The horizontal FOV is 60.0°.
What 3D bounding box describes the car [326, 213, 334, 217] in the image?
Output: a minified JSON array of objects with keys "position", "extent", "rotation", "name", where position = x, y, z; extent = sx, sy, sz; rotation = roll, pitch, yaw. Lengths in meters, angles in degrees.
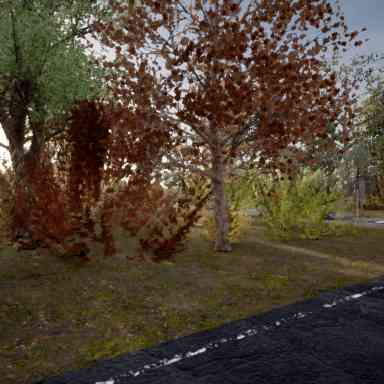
[{"position":[9.289,1.148,27.120],"extent":[2.097,1.767,4.553],"rotation":[-1,1,-36],"name":"car"}]
